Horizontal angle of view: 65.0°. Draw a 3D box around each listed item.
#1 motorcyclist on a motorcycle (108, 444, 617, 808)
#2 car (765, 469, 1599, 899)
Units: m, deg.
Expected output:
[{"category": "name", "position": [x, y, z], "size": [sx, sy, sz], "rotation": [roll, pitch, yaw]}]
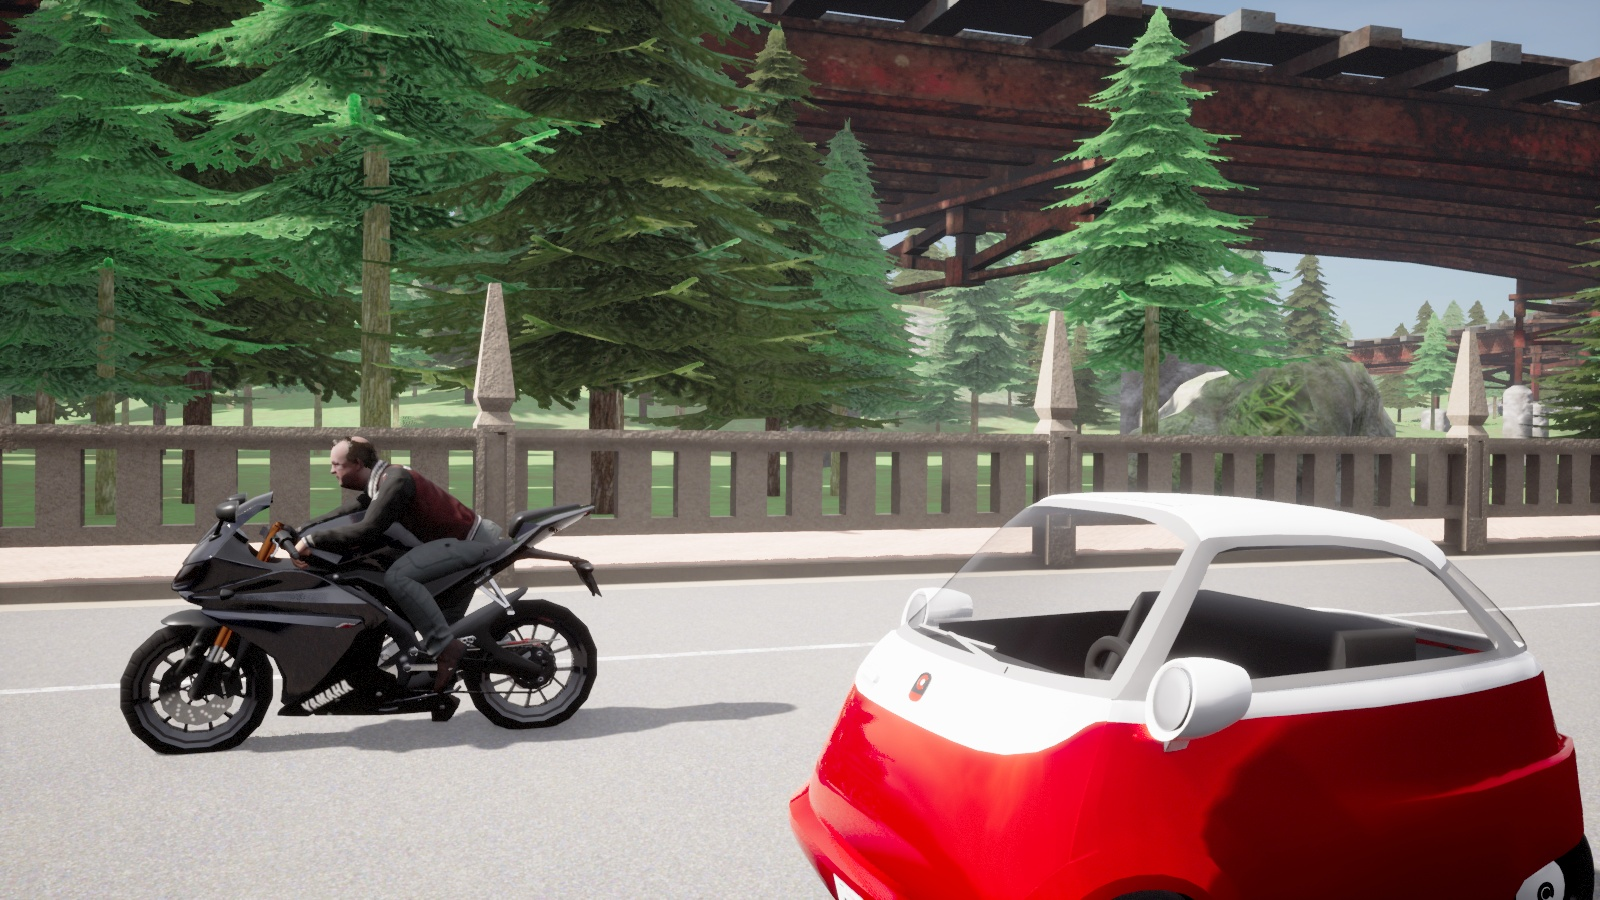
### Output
[{"category": "motorcyclist on a motorcycle", "position": [-2.089, 0.755, 6.190], "size": [2.191, 1.530, 0.866], "rotation": [-1, 1, -21]}, {"category": "car", "position": [1.187, 0.780, 3.690], "size": [2.207, 1.376, 1.481], "rotation": [-1, 1, -21]}]
